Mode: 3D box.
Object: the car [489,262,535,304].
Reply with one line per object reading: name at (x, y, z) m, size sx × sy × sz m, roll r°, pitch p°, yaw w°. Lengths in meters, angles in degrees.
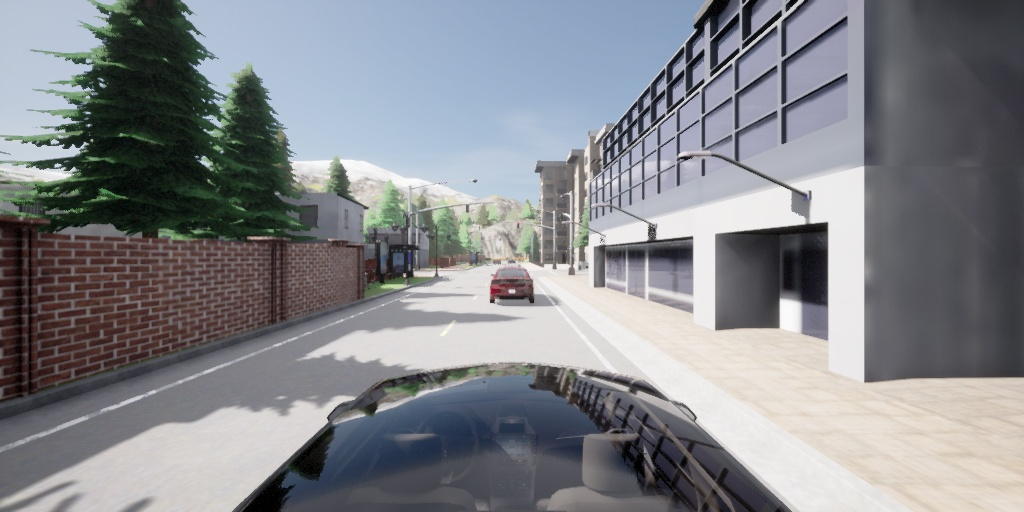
car at (0.000, 1.233, 16.500) m, size 1.882 × 1.535 × 5.008 m, roll 0°, pitch 0°, yaw 0°
